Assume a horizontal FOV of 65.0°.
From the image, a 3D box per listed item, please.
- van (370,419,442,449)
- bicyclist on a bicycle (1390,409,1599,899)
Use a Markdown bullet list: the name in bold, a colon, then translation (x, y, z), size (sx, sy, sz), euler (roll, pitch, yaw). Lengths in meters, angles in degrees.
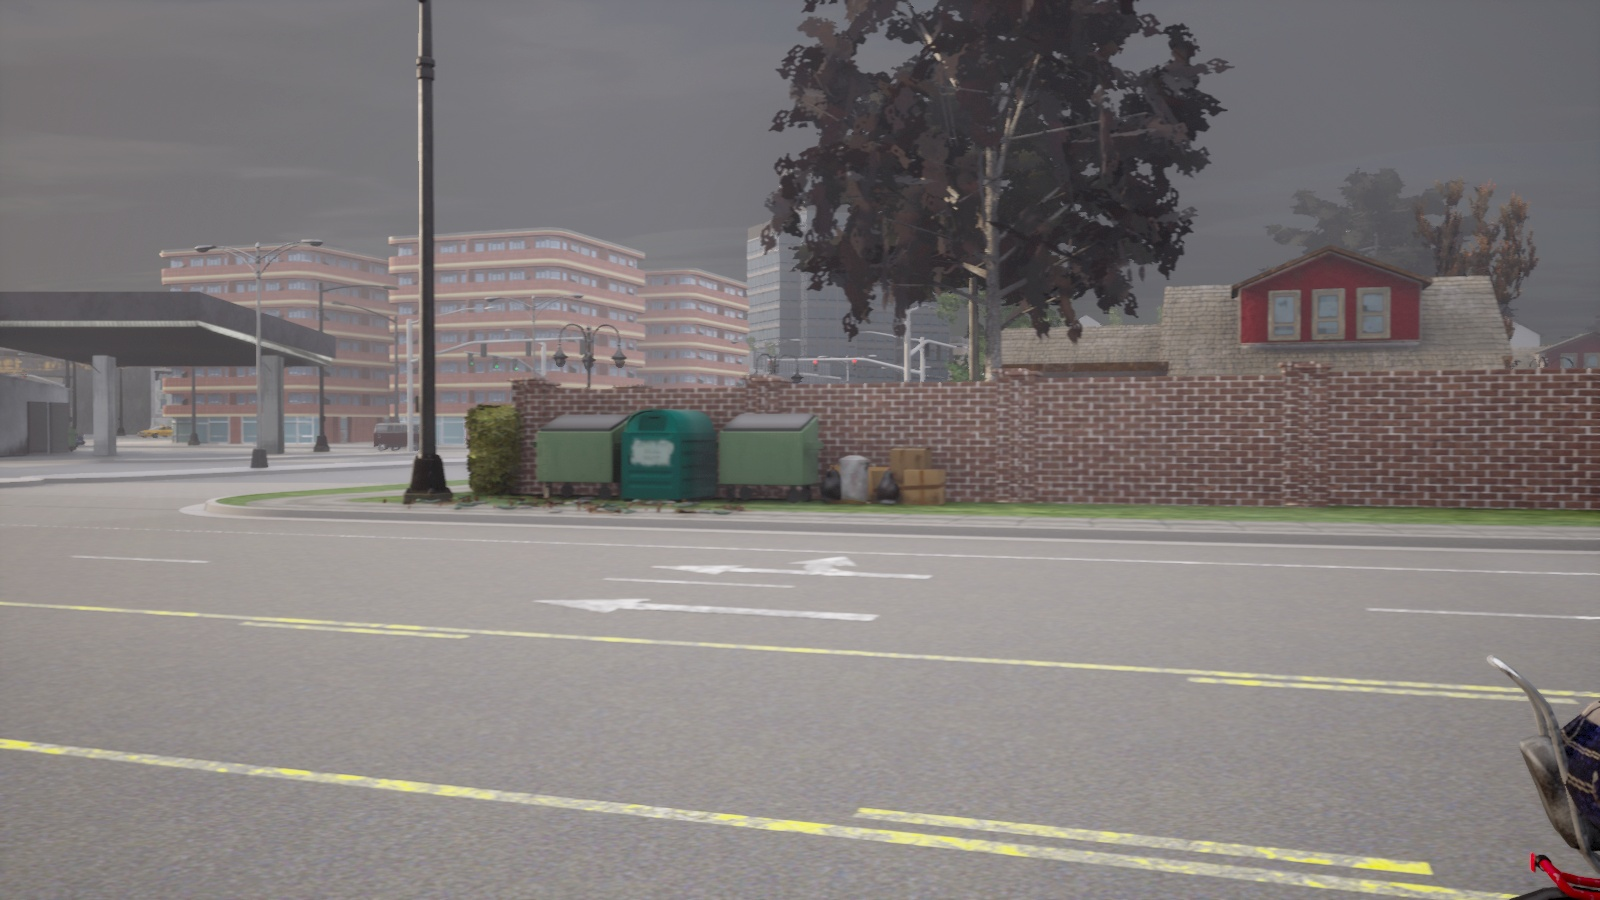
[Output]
- **van**: translation (-26.894, -1.089, 85.677), size (4.442, 1.987, 1.775), euler (1, 1, 17)
- **bicyclist on a bicycle**: translation (2.062, 0.731, 2.494), size (1.509, 1.612, 0.866), euler (1, 1, 18)
